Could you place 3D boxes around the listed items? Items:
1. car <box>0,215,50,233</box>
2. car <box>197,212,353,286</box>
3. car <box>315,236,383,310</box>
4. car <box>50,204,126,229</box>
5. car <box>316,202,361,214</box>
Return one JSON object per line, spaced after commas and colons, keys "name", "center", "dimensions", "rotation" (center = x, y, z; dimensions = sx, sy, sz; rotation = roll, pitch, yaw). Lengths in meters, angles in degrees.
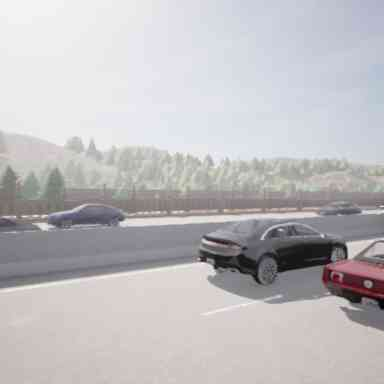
{"name": "car", "center": [-7.458, 1.487, 11.478], "dimensions": [4.181, 1.385, 1.994], "rotation": [0, 0, -35]}
{"name": "car", "center": [2.470, 1.507, 9.480], "dimensions": [4.902, 1.511, 2.128], "rotation": [1, 0, -34]}
{"name": "car", "center": [4.927, 1.639, 6.937], "dimensions": [4.718, 1.301, 1.895], "rotation": [1, 0, -34]}
{"name": "car", "center": [-6.448, 1.455, 20.645], "dimensions": [4.674, 1.442, 1.812], "rotation": [1, 0, -34]}
{"name": "car", "center": [12.829, 1.623, 29.087], "dimensions": [4.892, 1.490, 1.837], "rotation": [1, 0, -33]}
